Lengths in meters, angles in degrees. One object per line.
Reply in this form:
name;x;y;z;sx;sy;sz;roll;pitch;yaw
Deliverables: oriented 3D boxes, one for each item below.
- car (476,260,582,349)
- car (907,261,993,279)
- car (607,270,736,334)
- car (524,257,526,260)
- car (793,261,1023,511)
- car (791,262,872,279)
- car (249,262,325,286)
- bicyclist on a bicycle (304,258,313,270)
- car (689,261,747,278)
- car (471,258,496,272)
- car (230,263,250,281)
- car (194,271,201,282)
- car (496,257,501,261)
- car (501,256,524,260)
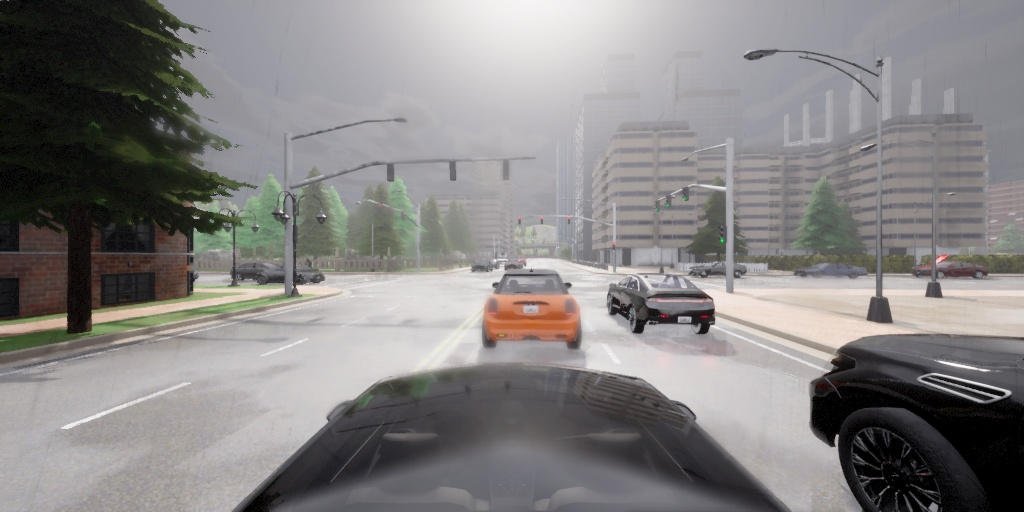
car;0.517;1.102;9.368;2.097;1.767;4.553;0;0;3
car;38.752;1.228;31.822;5.008;1.535;1.882;0;0;4
car;4.092;1.241;10.596;2.128;1.511;4.902;0;0;4
car;0.781;1.314;58.652;1.994;1.385;4.181;0;0;5
car;3.708;0.971;0.759;2.150;2.045;5.566;0;0;0
car;28.850;1.297;32.544;5.357;1.411;2.033;0;0;4
car;-15.390;1.314;24.991;4.181;1.385;1.994;0;0;4
bicyclist on a bicycle;-22.758;1.051;40.054;0.582;1.620;1.656;0;0;4
car;19.002;1.241;33.254;4.902;1.511;2.128;0;0;4
car;-3.759;1.102;45.884;2.097;1.767;4.553;0;0;6
car;-19.932;1.257;28.844;4.892;1.490;1.837;-1;0;4
car;-25.273;1.351;25.728;4.718;1.301;1.895;0;0;4
car;-3.024;1.241;54.804;2.128;1.511;4.902;0;0;4
car;0.135;1.102;50.056;2.097;1.767;4.553;0;0;4
